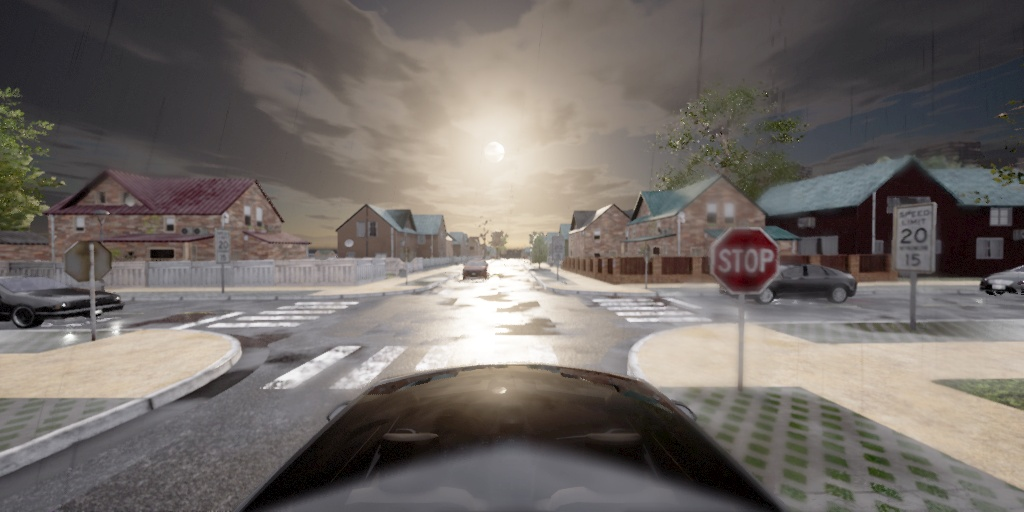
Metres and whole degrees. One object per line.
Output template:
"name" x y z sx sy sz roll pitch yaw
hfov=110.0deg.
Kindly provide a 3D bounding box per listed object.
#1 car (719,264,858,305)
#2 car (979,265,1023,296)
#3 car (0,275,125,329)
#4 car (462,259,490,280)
"car" 10.901 1.062 14.326 4.892 1.490 1.837 0 1 -3
"car" 22.323 0.988 14.713 4.902 1.511 2.128 0 1 -2
"car" -15.120 1.300 10.703 5.357 1.411 2.033 0 1 -1
"car" -2.800 1.016 28.665 1.882 1.535 5.008 0 1 0
